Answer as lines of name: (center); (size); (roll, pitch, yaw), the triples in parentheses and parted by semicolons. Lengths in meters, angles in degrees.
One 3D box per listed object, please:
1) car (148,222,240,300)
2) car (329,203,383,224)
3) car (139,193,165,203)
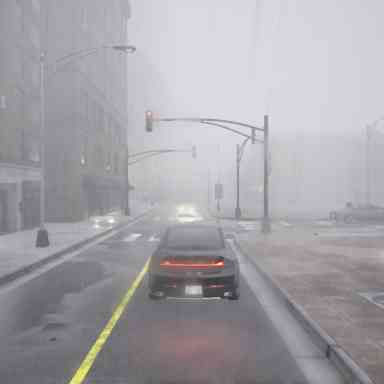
car: (0.058, 1.504, 8.358); (1.837, 1.490, 4.892); (0, 0, 1)
car: (12.061, 1.512, 23.748); (4.181, 1.385, 1.994); (0, 0, 0)
car: (-8.402, 1.286, 70.028); (5.566, 2.045, 2.150); (0, 0, 9)
